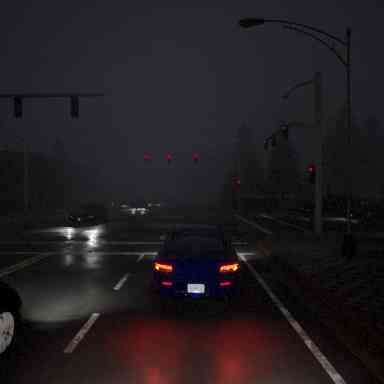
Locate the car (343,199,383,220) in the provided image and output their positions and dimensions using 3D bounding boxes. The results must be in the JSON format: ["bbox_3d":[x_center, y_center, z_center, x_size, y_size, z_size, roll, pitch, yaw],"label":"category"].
[{"bbox_3d":[15.898,1.547,27.652,5.357,1.411,2.033,0,0,0],"label":"car"}]

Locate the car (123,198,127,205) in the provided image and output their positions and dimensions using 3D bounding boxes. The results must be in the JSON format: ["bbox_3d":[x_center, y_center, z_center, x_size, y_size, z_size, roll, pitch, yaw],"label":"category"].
[{"bbox_3d":[-10.598,1.525,57.269,1.812,1.442,4.674,0,0,0],"label":"car"}]

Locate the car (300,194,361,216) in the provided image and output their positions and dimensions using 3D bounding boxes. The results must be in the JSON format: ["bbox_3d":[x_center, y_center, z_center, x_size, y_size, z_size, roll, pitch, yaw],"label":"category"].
[{"bbox_3d":[13.078,1.222,31.153,5.566,2.045,2.150,0,0,0],"label":"car"}]

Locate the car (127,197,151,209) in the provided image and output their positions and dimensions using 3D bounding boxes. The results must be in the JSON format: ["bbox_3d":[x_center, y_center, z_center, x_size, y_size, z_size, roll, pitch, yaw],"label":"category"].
[{"bbox_3d":[-7.125,1.564,45.250,1.994,1.385,4.181,0,0,0],"label":"car"}]

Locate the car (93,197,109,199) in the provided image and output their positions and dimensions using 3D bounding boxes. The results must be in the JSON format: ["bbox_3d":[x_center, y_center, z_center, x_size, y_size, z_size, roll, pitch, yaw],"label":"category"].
[{"bbox_3d":[-10.624,1.352,38.378,2.097,1.767,4.553,0,0,0],"label":"car"}]

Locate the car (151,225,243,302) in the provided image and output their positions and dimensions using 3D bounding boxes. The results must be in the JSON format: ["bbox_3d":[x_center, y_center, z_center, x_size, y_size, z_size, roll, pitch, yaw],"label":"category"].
[{"bbox_3d":[0.135,1.526,8.140,1.812,1.442,4.674,0,0,2],"label":"car"}]

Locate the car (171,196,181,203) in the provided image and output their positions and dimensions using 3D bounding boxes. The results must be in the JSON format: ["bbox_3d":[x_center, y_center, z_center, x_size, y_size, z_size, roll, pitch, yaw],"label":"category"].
[{"bbox_3d":[-3.447,1.477,69.651,1.882,1.535,5.008,0,0,0],"label":"car"}]

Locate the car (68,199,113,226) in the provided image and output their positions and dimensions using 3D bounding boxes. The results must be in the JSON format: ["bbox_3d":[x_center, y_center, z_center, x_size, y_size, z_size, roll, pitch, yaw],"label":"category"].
[{"bbox_3d":[-7.116,1.505,23.360,1.837,1.490,4.892,0,0,0],"label":"car"}]

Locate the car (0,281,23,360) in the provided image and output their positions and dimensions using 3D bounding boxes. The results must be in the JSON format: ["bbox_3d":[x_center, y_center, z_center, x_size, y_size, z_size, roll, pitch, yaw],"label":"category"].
[{"bbox_3d":[-3.440,1.505,3.008,1.837,1.490,4.892,0,0,0],"label":"car"}]

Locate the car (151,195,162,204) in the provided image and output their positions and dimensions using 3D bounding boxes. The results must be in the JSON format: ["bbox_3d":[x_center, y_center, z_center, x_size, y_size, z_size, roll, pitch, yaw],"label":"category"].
[{"bbox_3d":[-7.043,1.371,63.978,2.097,1.767,4.553,0,0,0],"label":"car"}]
